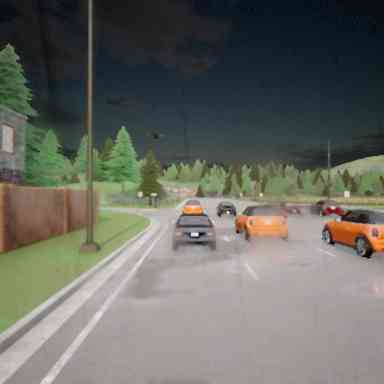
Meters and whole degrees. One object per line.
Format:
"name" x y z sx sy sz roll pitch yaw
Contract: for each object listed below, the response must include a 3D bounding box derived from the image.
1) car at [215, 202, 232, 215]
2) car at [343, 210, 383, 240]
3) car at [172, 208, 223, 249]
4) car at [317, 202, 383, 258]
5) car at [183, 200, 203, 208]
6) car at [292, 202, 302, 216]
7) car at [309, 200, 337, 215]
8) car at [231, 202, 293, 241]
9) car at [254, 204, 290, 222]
"car" 3.599 1.828 35.718 1.837 1.490 4.892 0 0 0
"car" 10.599 1.773 18.962 1.895 1.301 4.718 0 -1 0
"car" 0.087 1.686 15.167 2.033 1.411 5.357 0 0 0
"car" 7.096 1.475 13.534 2.097 1.767 4.553 0 -1 0
"car" 0.098 1.672 35.335 2.097 1.767 4.553 0 -1 0
"car" 10.598 1.858 36.660 1.812 1.442 4.674 0 -1 0
"car" 14.099 1.672 35.337 2.097 1.767 4.553 0 -1 0
"car" 3.600 1.516 17.947 2.097 1.767 4.553 0 0 0
"car" 7.099 1.820 30.089 2.033 1.411 5.357 0 0 0
